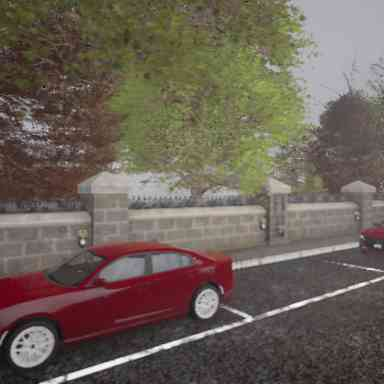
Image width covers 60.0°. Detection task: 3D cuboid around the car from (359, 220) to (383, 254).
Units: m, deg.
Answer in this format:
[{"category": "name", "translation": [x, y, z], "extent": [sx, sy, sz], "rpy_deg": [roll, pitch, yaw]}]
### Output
[{"category": "car", "translation": [7.897, 1.527, 12.192], "extent": [4.507, 1.381, 1.887], "rpy_deg": [0, 0, -36]}]

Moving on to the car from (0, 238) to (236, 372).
[{"category": "car", "translation": [-1.274, 1.542, 5.651], "extent": [4.507, 1.381, 1.887], "rpy_deg": [0, 0, -36]}]
